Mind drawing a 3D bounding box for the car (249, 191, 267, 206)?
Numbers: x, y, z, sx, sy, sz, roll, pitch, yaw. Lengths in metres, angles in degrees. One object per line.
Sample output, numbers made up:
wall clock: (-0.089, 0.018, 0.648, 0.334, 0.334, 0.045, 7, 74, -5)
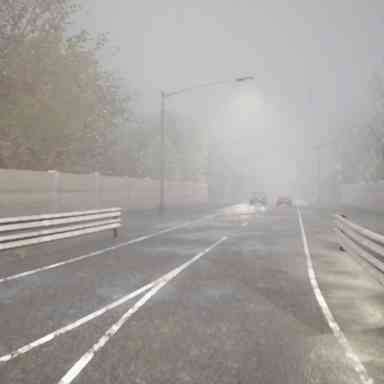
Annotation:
car: (9.495, 0.868, 47.459, 2.150, 2.045, 5.566, 1, 0, 17)

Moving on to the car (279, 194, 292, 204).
car: (15.164, 1.140, 53.808, 1.837, 1.490, 4.892, 1, 1, 17)

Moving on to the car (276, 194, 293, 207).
car: (12.247, 1.209, 44.319, 1.837, 1.490, 4.892, 1, 1, 17)
